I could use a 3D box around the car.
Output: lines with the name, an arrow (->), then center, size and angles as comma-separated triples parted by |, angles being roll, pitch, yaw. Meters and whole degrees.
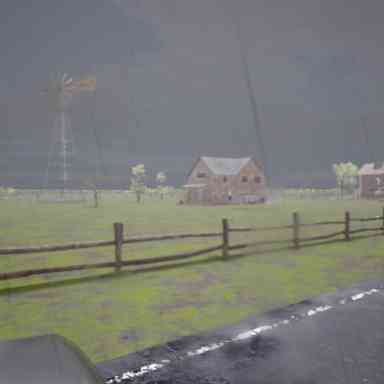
car -> -2.827, 1.544, 1.058 | 5.357, 1.411, 2.033 | 0, 0, -35
